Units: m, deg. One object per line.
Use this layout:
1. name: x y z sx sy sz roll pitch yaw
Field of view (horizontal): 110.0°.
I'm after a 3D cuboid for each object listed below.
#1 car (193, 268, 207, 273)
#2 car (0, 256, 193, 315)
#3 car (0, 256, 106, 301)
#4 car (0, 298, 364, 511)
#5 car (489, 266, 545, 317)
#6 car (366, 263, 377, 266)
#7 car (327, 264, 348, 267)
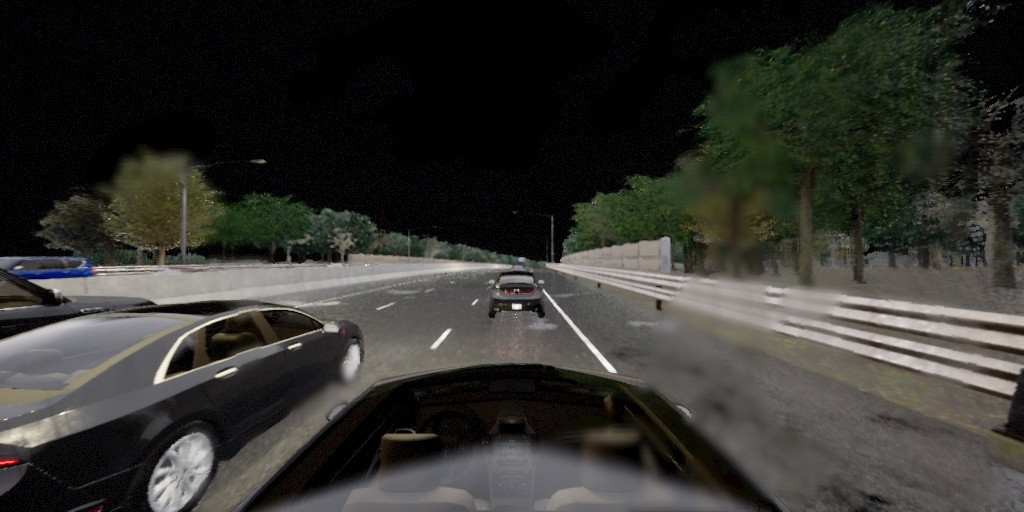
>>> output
1. car: -17.461 1.360 18.573 1.812 1.442 4.674 0 0 1
2. car: -6.896 0.976 3.713 2.150 2.045 5.566 0 0 0
3. car: -24.466 1.035 17.815 2.150 2.045 5.566 1 -1 1
4. car: -3.390 1.263 4.112 1.837 1.490 4.892 0 0 0
5. car: 0.171 1.310 13.461 1.837 1.490 4.892 0 0 1
6. car: -23.099 1.902 59.560 1.994 1.385 4.181 0 -1 3
7. car: -20.381 1.602 41.765 1.812 1.442 4.674 0 -1 2
